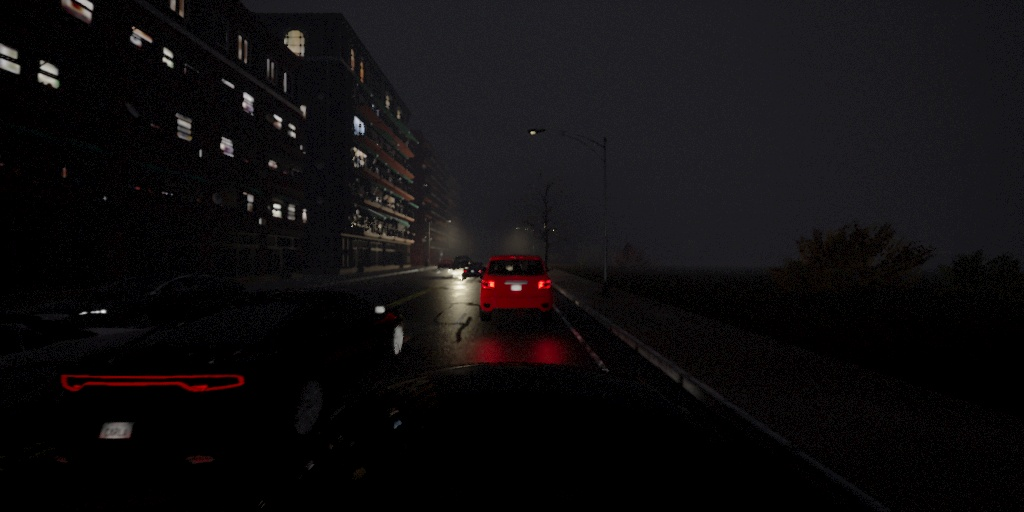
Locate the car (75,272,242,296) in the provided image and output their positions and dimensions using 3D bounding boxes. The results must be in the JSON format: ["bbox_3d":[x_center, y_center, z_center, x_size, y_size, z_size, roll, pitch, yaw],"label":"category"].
[{"bbox_3d":[-9.830,1.231,10.011,2.128,1.511,4.902,0,0,0],"label":"car"}]

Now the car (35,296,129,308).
[{"bbox_3d":[-6.598,1.349,3.570,1.895,1.301,4.718,0,0,0],"label":"car"}]

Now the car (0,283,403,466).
[{"bbox_3d":[-3.142,1.223,5.331,1.882,1.535,5.008,0,0,0],"label":"car"}]

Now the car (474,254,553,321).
[{"bbox_3d":[0.127,0.958,12.467,2.150,2.045,5.566,0,0,0],"label":"car"}]

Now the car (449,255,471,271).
[{"bbox_3d":[-6.466,0.906,47.198,2.150,2.045,5.566,0,0,0],"label":"car"}]

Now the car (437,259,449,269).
[{"bbox_3d":[-9.684,1.155,52.869,1.882,1.535,5.008,0,0,0],"label":"car"}]

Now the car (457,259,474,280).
[{"bbox_3d":[-3.069,1.259,30.483,2.033,1.411,5.357,0,0,0],"label":"car"}]
